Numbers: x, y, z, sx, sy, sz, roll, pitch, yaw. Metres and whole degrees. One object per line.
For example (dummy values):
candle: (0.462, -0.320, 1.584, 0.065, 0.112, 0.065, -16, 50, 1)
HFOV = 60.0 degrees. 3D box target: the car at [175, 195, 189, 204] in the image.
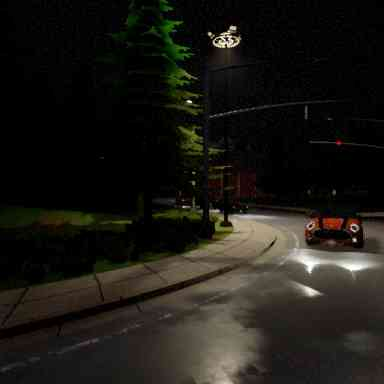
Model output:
car: (-1.202, 1.352, 55.210, 2.097, 1.767, 4.553, 0, 0, -17)

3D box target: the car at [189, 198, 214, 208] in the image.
car: (1.674, 1.221, 45.322, 2.150, 2.045, 5.566, 0, 0, -16)

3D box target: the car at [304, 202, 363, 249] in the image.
car: (6.291, 1.354, 14.662, 2.097, 1.767, 4.553, 0, 0, 27)

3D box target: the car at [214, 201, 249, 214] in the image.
car: (4.354, 1.601, 35.633, 1.895, 1.301, 4.718, 0, 0, -15)

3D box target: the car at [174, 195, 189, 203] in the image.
car: (-2.276, 1.500, 70.999, 2.128, 1.511, 4.902, 0, 0, -17)
